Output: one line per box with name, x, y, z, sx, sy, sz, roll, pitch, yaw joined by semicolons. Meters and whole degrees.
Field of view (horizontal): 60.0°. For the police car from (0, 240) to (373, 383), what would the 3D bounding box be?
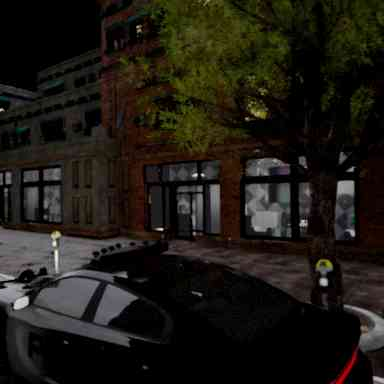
police car;-0.820;1.440;3.973;5.238;1.638;1.930;0;0;35
